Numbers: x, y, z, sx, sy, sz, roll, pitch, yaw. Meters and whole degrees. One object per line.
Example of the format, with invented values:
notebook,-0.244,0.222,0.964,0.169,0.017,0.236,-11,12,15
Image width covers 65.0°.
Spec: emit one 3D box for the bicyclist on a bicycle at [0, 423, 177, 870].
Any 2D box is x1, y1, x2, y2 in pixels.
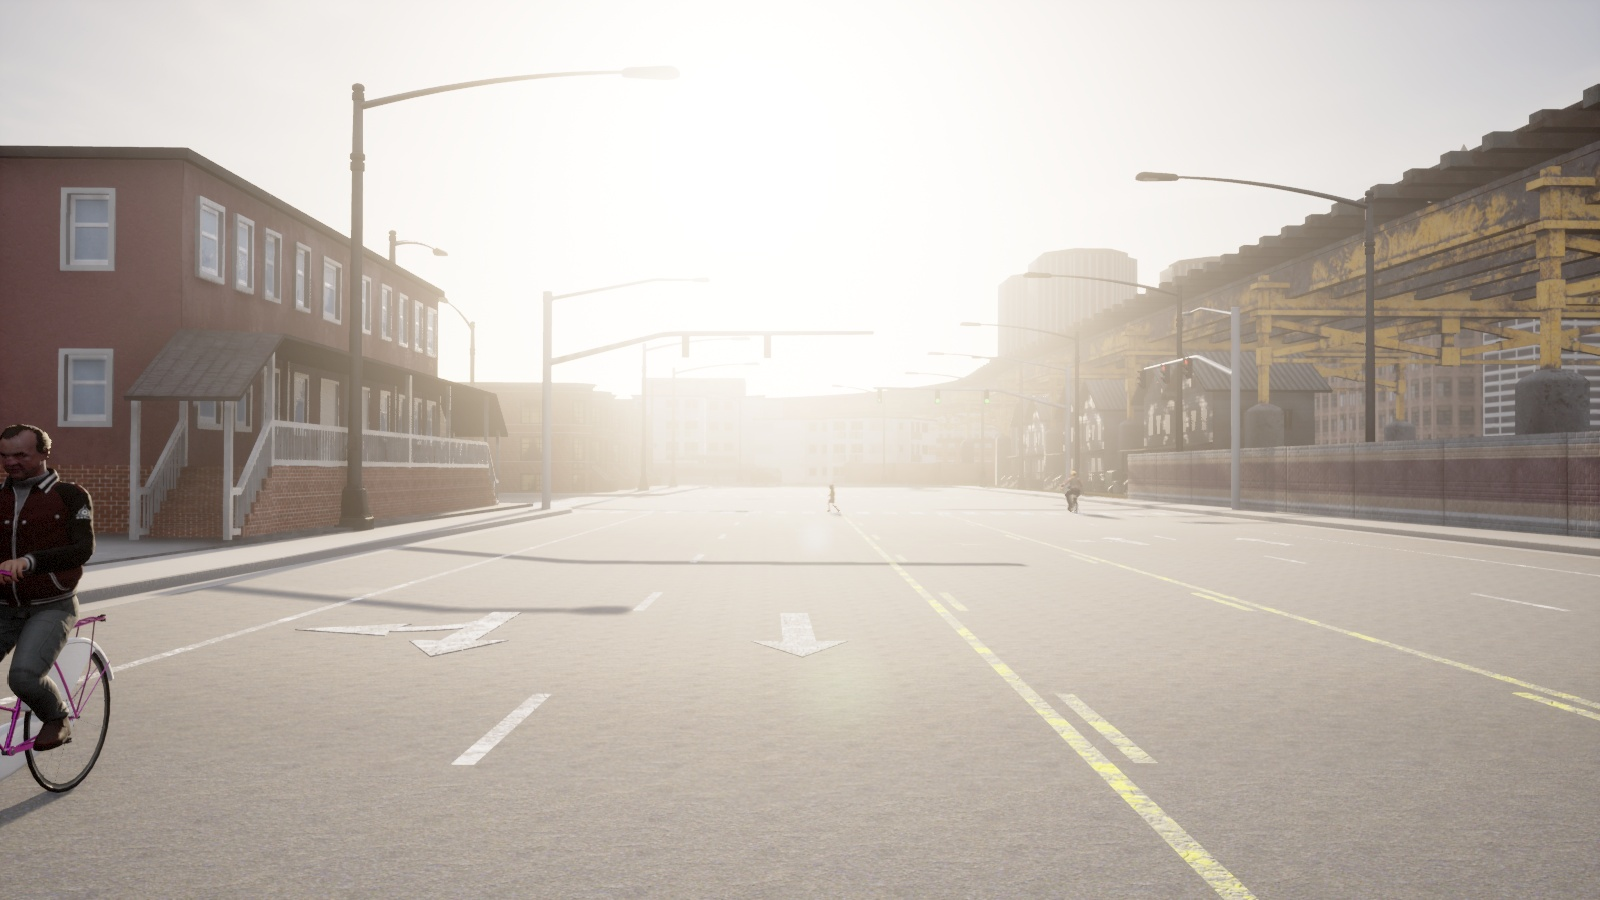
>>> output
bicyclist on a bicycle,-3.513,0.791,5.486,0.659,1.776,1.843,0,-1,0
